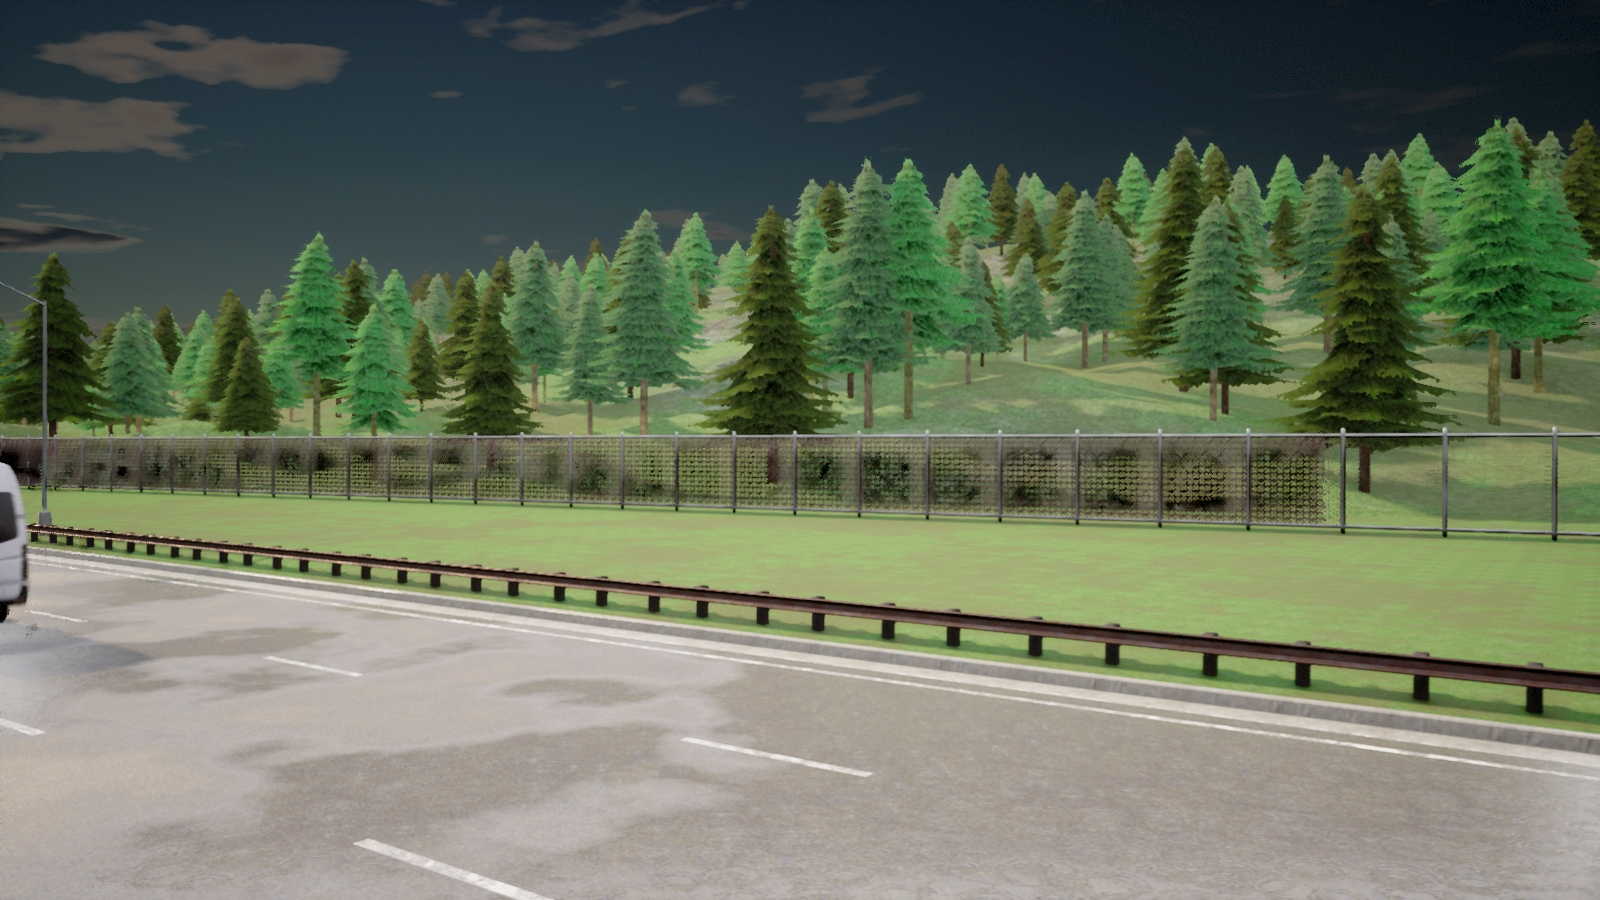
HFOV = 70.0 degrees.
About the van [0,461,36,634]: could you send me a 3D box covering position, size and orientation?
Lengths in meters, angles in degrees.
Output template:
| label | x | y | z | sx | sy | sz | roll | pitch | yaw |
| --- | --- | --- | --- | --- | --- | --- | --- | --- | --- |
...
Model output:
| label | x | y | z | sx | sy | sz | roll | pitch | yaw |
| --- | --- | --- | --- | --- | --- | --- | --- | --- | --- |
| van | -14.660 | 1.452 | 18.314 | 5.915 | 2.561 | 1.988 | 0 | 0 | 35 |
